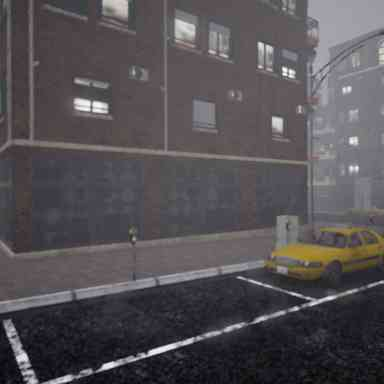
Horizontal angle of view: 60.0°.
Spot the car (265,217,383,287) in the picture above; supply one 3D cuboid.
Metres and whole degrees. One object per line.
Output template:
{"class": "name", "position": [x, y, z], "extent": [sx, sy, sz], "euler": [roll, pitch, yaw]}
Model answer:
{"class": "car", "position": [4.172, 1.610, 9.545], "extent": [4.829, 1.417, 1.752], "euler": [1, -1, -35]}

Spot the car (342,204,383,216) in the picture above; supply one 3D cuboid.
{"class": "car", "position": [18.113, 1.836, 34.443], "extent": [1.752, 1.417, 4.829], "euler": [-1, 0, -36]}

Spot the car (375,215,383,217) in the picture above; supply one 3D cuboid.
{"class": "car", "position": [8.922, 1.691, 12.931], "extent": [4.403, 1.369, 2.008], "euler": [1, -1, -35]}
